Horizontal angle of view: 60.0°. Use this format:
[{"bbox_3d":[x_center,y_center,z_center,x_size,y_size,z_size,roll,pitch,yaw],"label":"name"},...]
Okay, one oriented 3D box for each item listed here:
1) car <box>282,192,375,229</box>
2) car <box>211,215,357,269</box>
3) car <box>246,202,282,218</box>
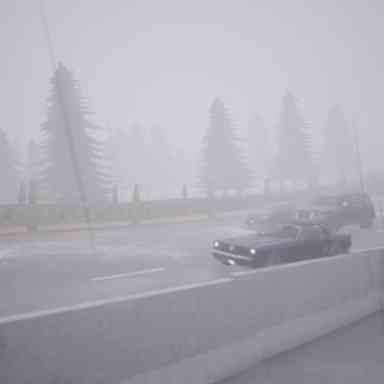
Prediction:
[{"bbox_3d":[7.738,1.068,18.108,5.566,2.045,2.150,-2,1,-35],"label":"car"},{"bbox_3d":[2.883,1.596,10.346,4.718,1.301,1.895,0,0,-35],"label":"car"},{"bbox_3d":[5.386,1.384,20.726,4.674,1.442,1.812,-2,1,-35],"label":"car"}]
